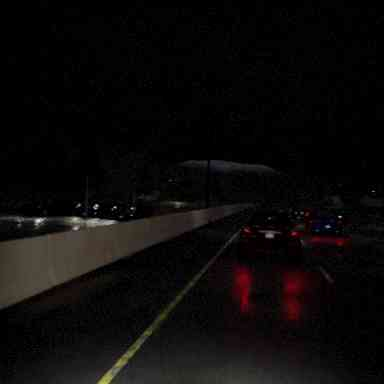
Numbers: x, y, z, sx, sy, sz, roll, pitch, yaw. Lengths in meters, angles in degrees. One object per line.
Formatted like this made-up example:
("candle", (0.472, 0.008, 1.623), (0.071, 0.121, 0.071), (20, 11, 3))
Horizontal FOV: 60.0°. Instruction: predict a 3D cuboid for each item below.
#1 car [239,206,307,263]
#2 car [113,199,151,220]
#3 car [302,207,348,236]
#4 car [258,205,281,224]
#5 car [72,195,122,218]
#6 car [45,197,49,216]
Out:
("car", (3.091, 1.526, 13.224), (2.097, 1.767, 4.553), (2, 0, 13))
("car", (-4.719, 1.308, 26.790), (2.097, 1.767, 4.553), (2, -1, 13))
("car", (8.882, 2.003, 22.735), (1.882, 1.535, 5.008), (2, 0, 13))
("car", (7.277, 2.055, 31.295), (1.837, 1.490, 4.892), (2, 0, 13))
("car", (-7.941, 1.180, 28.362), (2.097, 1.767, 4.553), (2, -1, 13))
("car", (-11.763, 1.122, 27.408), (1.882, 1.535, 5.008), (2, -1, 13))
